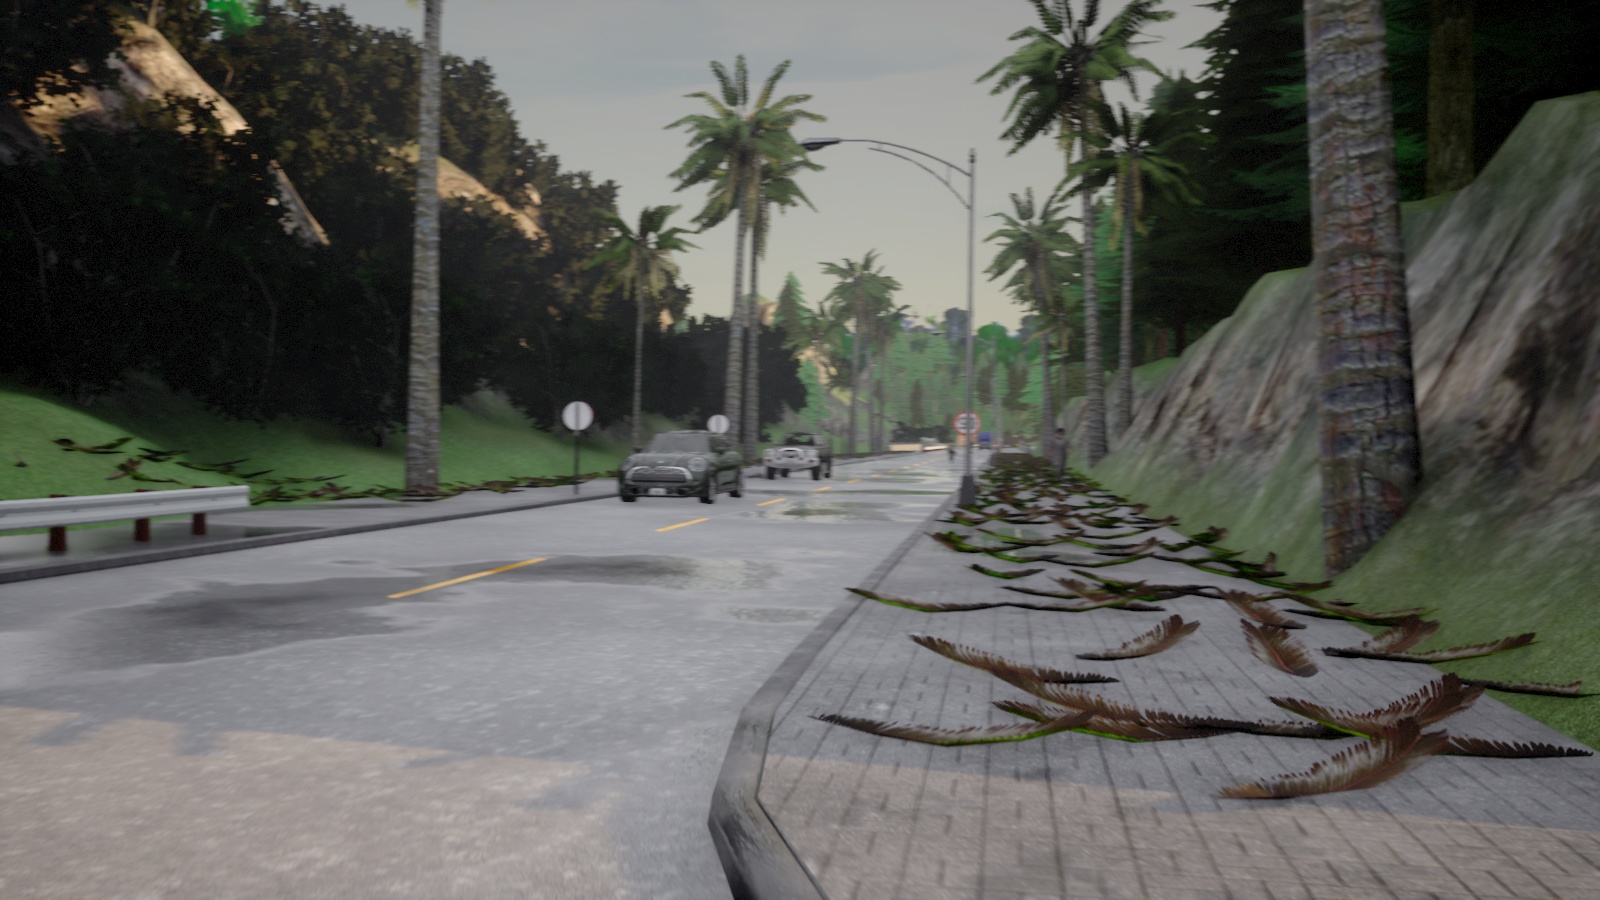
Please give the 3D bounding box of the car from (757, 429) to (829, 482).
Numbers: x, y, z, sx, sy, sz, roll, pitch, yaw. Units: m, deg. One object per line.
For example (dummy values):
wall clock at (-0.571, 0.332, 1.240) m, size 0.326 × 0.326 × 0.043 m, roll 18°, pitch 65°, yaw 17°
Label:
car at (-0.203, 0.164, 46.090) m, size 1.932 × 1.855 × 4.605 m, roll 0°, pitch 1°, yaw 9°

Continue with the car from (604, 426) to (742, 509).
car at (-2.850, 0.359, 29.350) m, size 2.097 × 1.767 × 4.553 m, roll 0°, pitch 0°, yaw 9°

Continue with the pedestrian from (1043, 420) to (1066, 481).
pedestrian at (8.168, 0.007, 40.333) m, size 0.659 × 1.952 × 0.873 m, roll 0°, pitch 0°, yaw 9°
